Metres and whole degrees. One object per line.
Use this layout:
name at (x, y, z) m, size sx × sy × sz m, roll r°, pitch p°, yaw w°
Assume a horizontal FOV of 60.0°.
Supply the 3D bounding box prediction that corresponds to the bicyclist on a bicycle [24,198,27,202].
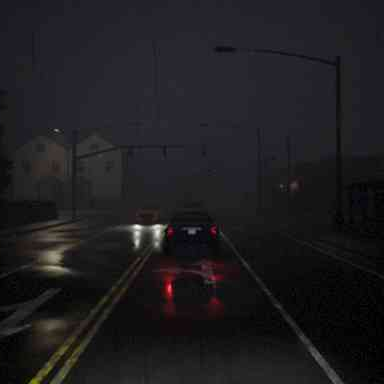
bicyclist on a bicycle at (-25.270, 1.780, 50.565) m, size 0.582 × 1.620 × 1.656 m, roll 0°, pitch 0°, yaw 0°

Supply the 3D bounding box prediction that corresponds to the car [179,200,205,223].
car at (-0.038, 1.624, 29.069) m, size 2.097 × 1.767 × 4.553 m, roll 0°, pitch -1°, yaw -1°

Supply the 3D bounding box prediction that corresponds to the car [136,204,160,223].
car at (-3.507, 1.746, 28.278) m, size 1.882 × 1.535 × 5.008 m, roll 0°, pitch -1°, yaw 0°

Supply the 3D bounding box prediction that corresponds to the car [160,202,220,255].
car at (0.001, 1.484, 14.087) m, size 2.097 × 1.767 × 4.553 m, roll 0°, pitch -1°, yaw 0°
